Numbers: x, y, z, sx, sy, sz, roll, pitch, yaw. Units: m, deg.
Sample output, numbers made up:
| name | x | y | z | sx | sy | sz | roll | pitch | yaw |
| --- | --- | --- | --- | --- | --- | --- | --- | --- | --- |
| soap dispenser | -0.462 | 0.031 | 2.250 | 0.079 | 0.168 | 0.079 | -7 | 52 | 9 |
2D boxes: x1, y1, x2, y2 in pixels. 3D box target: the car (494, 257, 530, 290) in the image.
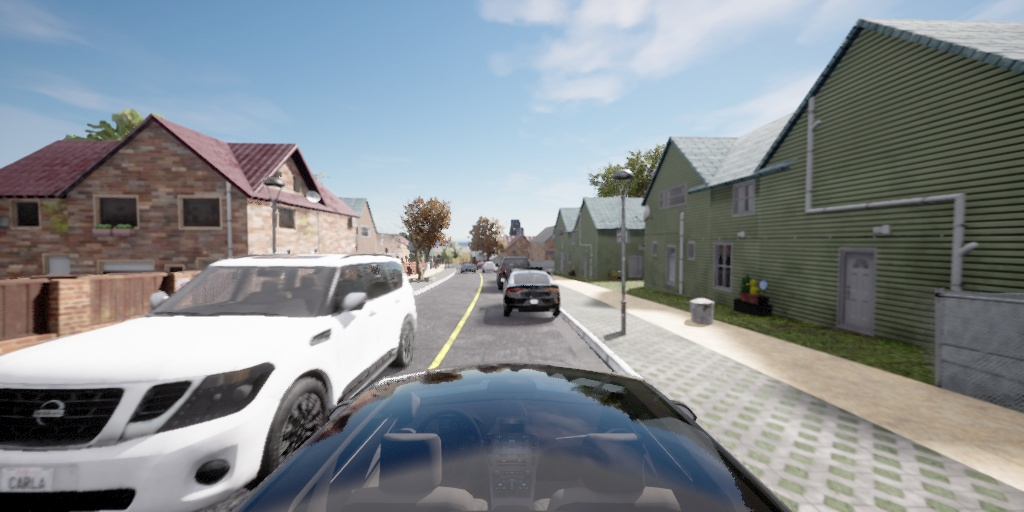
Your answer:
| name | x | y | z | sx | sy | sz | roll | pitch | yaw |
| --- | --- | --- | --- | --- | --- | --- | --- | --- | --- |
| car | 0.124 | 1.069 | 23.632 | 2.150 | 2.045 | 5.566 | 0 | 0 | -3 |

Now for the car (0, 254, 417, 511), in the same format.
| name | x | y | z | sx | sy | sz | roll | pitch | yaw |
| --- | --- | --- | --- | --- | --- | --- | --- | --- | --- |
| car | -2.902 | 0.981 | 4.887 | 2.150 | 2.045 | 5.566 | 0 | 0 | -1 |

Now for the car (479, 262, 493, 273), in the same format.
| name | x | y | z | sx | sy | sz | roll | pitch | yaw |
| --- | --- | --- | --- | --- | --- | --- | --- | --- | --- |
| car | -3.222 | 1.591 | 50.470 | 1.812 | 1.442 | 4.674 | 0 | -1 | -7 |

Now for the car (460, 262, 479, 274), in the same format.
| name | x | y | z | sx | sy | sz | roll | pitch | yaw |
| --- | --- | --- | --- | --- | --- | --- | --- | --- | --- |
| car | -5.684 | 1.609 | 46.659 | 1.994 | 1.385 | 4.181 | 0 | -1 | -7 |

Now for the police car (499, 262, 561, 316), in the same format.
| name | x | y | z | sx | sy | sz | roll | pitch | yaw |
| --- | --- | --- | --- | --- | --- | --- | --- | --- | --- |
| police car | 0.600 | 1.215 | 13.658 | 1.930 | 1.638 | 5.238 | 0 | 0 | -2 |
